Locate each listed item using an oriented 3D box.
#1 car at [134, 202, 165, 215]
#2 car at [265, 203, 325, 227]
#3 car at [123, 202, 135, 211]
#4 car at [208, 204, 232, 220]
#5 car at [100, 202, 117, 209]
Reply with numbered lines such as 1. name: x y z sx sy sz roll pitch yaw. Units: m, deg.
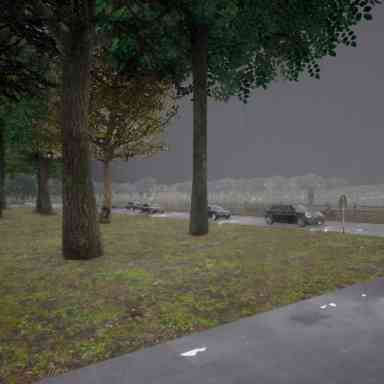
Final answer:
1. car: -5.486 2.261 44.792 1.837 1.490 4.892 -1 0 -35
2. car: 7.864 1.687 25.727 2.097 1.767 4.553 -1 0 -35
3. car: -9.938 2.413 56.243 1.837 1.490 4.892 -1 -1 -35
4. car: 1.997 2.027 34.098 1.837 1.490 4.892 -1 0 -35
5. car: -16.540 2.653 65.651 2.033 1.411 5.357 -1 0 -35
